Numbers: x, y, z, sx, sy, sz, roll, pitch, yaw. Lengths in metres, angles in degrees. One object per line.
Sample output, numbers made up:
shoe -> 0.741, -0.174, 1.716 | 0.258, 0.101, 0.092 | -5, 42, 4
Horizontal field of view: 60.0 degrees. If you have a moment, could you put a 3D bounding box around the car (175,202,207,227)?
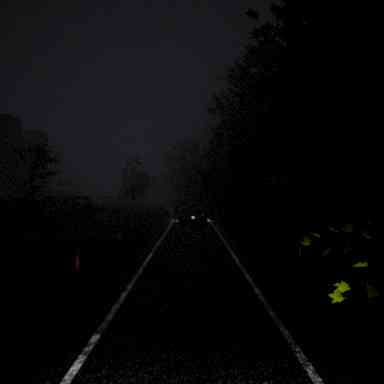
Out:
car -> 0.032, 1.643, 23.824 | 1.994, 1.385, 4.181 | 0, 0, -1

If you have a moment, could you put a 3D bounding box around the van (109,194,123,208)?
van -> -11.098, 1.347, 48.785 | 1.878, 1.987, 4.442 | 1, -1, -10

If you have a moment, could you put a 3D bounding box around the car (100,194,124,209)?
car -> -10.387, 1.310, 43.328 | 2.435, 2.045, 5.566 | 1, -1, -9

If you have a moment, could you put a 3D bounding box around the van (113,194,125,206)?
van -> -13.145, 1.389, 59.782 | 1.878, 1.987, 4.442 | 1, -2, -15

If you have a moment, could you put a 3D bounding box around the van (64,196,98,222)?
van -> -9.251, 1.290, 26.553 | 1.878, 1.987, 4.442 | 0, -1, -2

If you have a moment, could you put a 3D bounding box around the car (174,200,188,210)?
car -> -1.166, 1.666, 41.565 | 1.994, 1.385, 4.181 | 0, 0, -6

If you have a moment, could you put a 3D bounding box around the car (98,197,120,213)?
car -> -9.864, 1.589, 37.790 | 2.002, 1.452, 4.674 | 1, -1, -5

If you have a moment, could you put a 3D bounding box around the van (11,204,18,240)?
van -> -9.087, 1.258, 16.603 | 1.878, 1.987, 4.442 | 0, -1, -2

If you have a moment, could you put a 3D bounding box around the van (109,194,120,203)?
van -> -17.731, 1.534, 75.901 | 1.878, 1.987, 4.442 | 2, -2, -21

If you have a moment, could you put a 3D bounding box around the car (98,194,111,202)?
car -> -24.088, 1.758, 91.507 | 2.435, 2.045, 5.566 | 2, -2, -25
